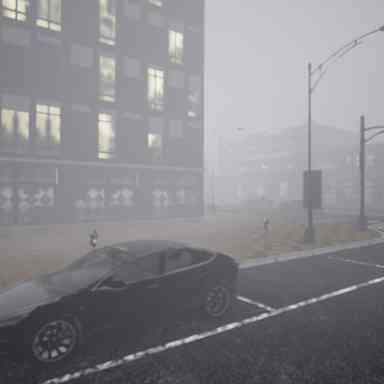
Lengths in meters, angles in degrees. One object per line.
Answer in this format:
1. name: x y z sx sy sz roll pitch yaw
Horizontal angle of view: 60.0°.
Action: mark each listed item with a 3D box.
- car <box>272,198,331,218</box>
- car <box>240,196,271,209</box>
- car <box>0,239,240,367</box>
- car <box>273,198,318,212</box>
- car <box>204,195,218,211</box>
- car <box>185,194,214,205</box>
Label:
1. car: 9.270 1.316 27.850 1.812 1.442 4.674 0 1 -36
2. car: 7.652 1.125 39.852 1.967 1.590 4.097 1 0 -36
3. car: -1.062 1.565 5.796 4.313 1.339 1.947 0 0 -35
4. car: 10.933 1.336 35.380 1.802 1.307 4.206 1 0 -36
5. car: 0.895 1.227 34.892 1.802 1.307 4.206 1 0 -36
6. car: 1.086 1.095 48.792 2.008 1.369 4.403 1 0 -36
